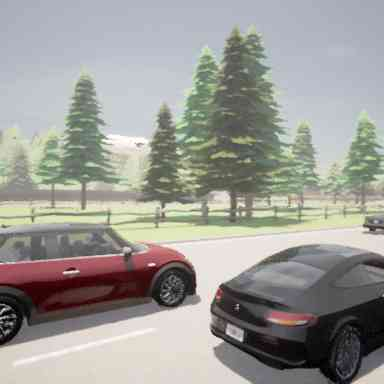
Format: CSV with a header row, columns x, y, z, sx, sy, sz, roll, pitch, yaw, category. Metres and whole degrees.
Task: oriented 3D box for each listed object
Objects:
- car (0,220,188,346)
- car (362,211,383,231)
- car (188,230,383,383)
x,y,z,sx,sy,sz,roll,pitch,yaw,category
-2.102,1.384,6.546,4.553,1.767,2.097,1,-1,-35,car
13.318,1.921,21.837,5.357,1.411,2.033,1,-1,-35,car
2.405,1.606,5.460,4.674,1.442,1.812,1,-1,-35,car
